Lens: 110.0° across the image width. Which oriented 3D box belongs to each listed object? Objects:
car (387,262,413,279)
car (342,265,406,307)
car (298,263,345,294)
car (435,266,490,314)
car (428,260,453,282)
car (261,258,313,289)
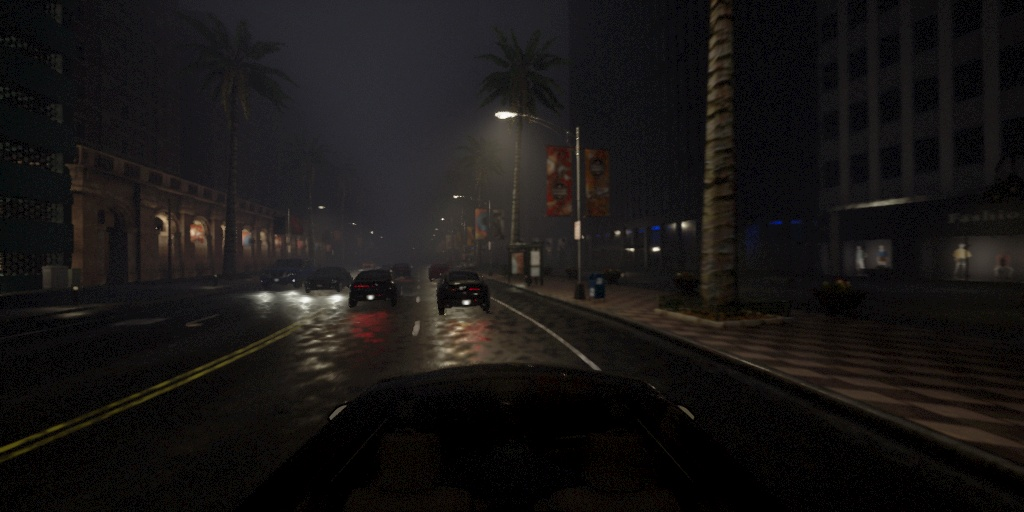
[{"bbox_3d":[-10.975,1.426,35.712,1.882,1.535,5.008,-1,0,-14],"label":"car"},{"bbox_3d":[-6.052,1.354,16.259,1.837,1.490,4.892,0,0,-13],"label":"car"},{"bbox_3d":[-11.382,1.396,22.475,1.882,1.535,5.008,-1,0,-14],"label":"car"},{"bbox_3d":[-2.036,1.308,14.335,1.837,1.490,4.892,0,0,-12],"label":"car"},{"bbox_3d":[-6.491,1.372,32.284,1.882,1.535,5.008,-1,0,-14],"label":"car"},{"bbox_3d":[-15.849,1.194,25.777,2.150,2.045,5.566,-1,0,-14],"label":"car"}]
